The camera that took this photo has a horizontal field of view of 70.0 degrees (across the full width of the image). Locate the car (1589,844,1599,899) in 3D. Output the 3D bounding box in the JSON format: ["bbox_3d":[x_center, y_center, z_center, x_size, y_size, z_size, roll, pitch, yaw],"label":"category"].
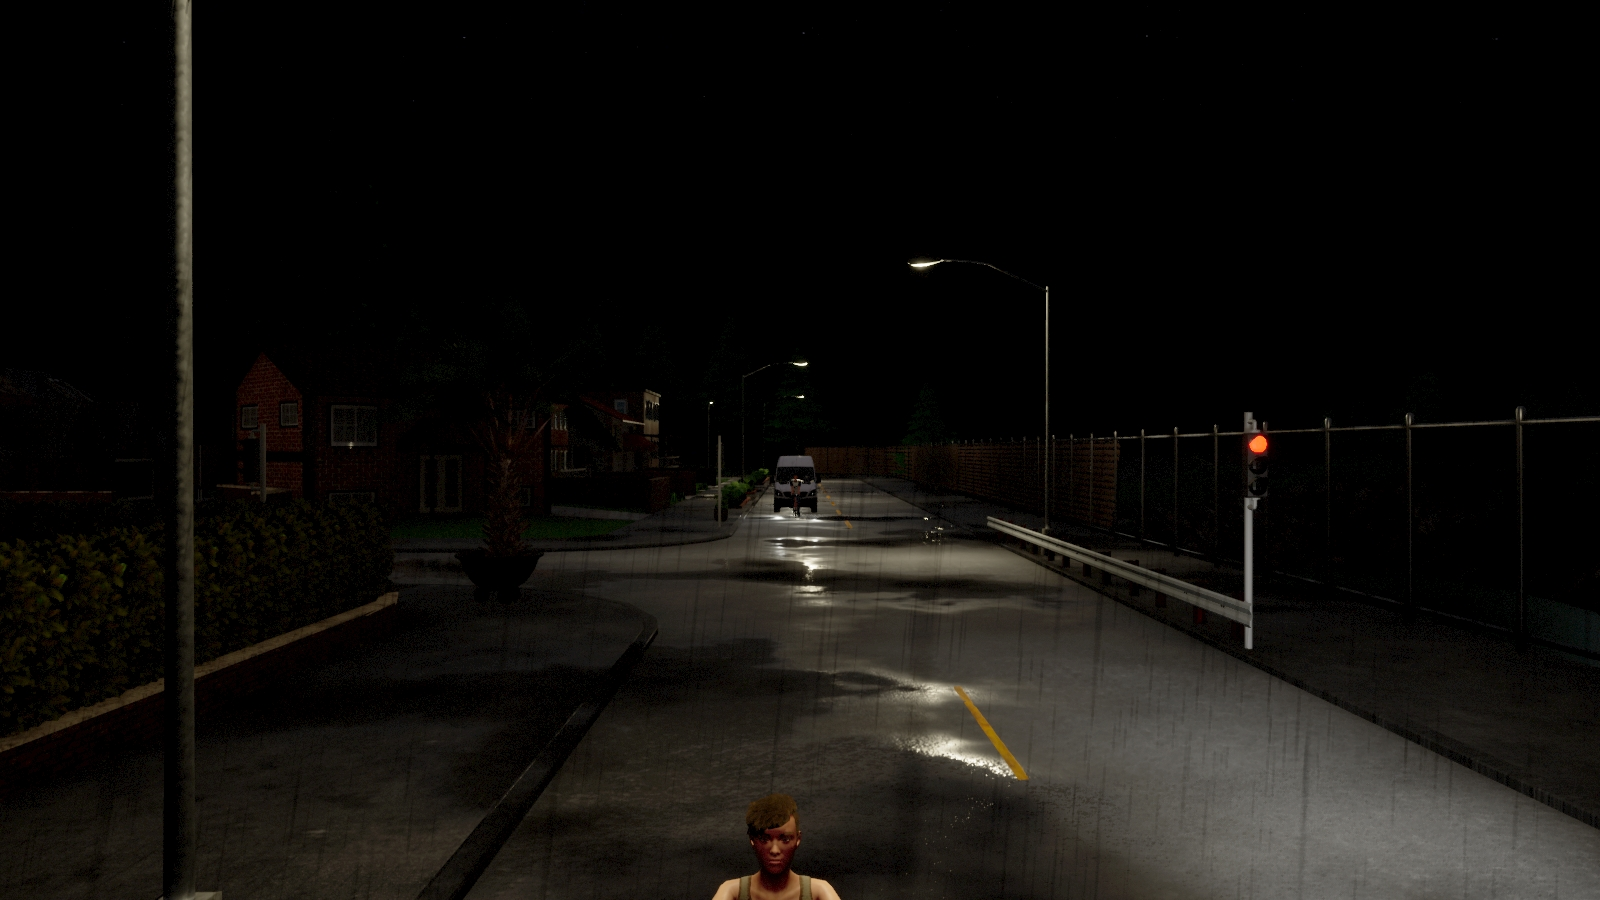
[{"bbox_3d":[3.971,2.156,2.011,1.895,1.301,4.718,0,0,0],"label":"car"}]

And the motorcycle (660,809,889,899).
[{"bbox_3d":[-0.084,2.157,3.590,0.764,1.307,2.356,0,0,-1],"label":"motorcycle"}]
